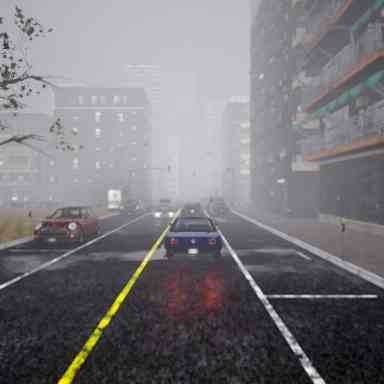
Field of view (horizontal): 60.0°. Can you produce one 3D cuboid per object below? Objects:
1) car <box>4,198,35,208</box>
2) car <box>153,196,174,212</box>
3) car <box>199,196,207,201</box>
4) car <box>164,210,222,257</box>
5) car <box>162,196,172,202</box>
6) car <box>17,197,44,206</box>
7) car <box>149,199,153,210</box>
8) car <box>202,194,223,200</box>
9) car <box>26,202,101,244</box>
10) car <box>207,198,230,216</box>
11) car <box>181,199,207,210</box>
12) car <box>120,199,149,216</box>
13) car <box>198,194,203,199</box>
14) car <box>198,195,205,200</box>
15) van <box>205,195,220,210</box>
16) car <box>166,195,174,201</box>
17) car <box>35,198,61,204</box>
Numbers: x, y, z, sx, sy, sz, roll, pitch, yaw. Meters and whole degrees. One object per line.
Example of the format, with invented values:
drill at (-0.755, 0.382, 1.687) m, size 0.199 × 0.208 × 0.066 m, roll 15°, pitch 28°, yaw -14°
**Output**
car at (-27.991, 1.969, 53.922) m, size 4.403 × 1.369 × 2.008 m, roll -1°, pitch 1°, yaw 0°
car at (-3.092, 1.521, 38.524) m, size 1.812 × 1.442 × 4.674 m, roll 0°, pitch 0°, yaw 0°
car at (2.655, 1.580, 81.136) m, size 1.947 × 1.339 × 4.313 m, roll 0°, pitch 0°, yaw 0°
car at (0.059, 1.596, 12.838) m, size 1.895 × 1.301 × 4.718 m, roll 0°, pitch 0°, yaw 0°
car at (-5.724, 1.576, 75.621) m, size 1.947 × 1.339 × 4.313 m, roll 0°, pitch 0°, yaw 0°
car at (-30.294, 1.827, 62.541) m, size 4.097 × 1.590 × 1.967 m, roll -1°, pitch 1°, yaw 0°
car at (-5.712, 1.579, 43.216) m, size 1.802 × 1.307 × 4.206 m, roll 0°, pitch 0°, yaw 0°
car at (2.669, 1.311, 37.690) m, size 2.192 × 1.841 × 5.009 m, roll 0°, pitch 0°, yaw 0°
car at (-5.703, 1.435, 15.578) m, size 1.967 × 1.590 × 4.097 m, roll 0°, pitch 0°, yaw 0°
car at (2.673, 1.539, 32.162) m, size 1.887 × 1.381 × 4.507 m, roll 0°, pitch 0°, yaw 0°
car at (0.062, 1.558, 29.380) m, size 1.994 × 1.385 × 4.181 m, roll 0°, pitch 0°, yaw 0°
car at (-5.709, 1.435, 32.160) m, size 1.967 × 1.590 × 4.097 m, roll 0°, pitch 0°, yaw 0°
car at (2.657, 1.592, 75.613) m, size 1.802 × 1.307 × 4.206 m, roll 0°, pitch 0°, yaw 0°
car at (2.651, 1.568, 92.183) m, size 1.887 × 1.381 × 4.507 m, roll 0°, pitch 0°, yaw 0°
van at (2.667, 1.338, 43.218) m, size 1.690 × 1.788 × 3.998 m, roll 0°, pitch 0°, yaw 0°
car at (-5.728, 1.584, 86.669) m, size 1.947 × 1.339 × 4.313 m, roll 0°, pitch 0°, yaw 0°
car at (-22.422, 1.888, 53.964) m, size 4.403 × 1.369 × 2.008 m, roll -1°, pitch 1°, yaw 0°
